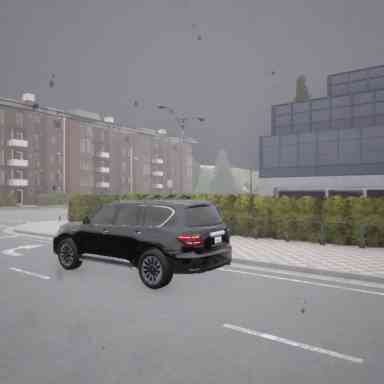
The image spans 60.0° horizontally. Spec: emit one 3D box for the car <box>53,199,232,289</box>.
[{"bbox_3d":[-1.572,1.222,9.400,5.566,2.045,2.150,0,0,35],"label":"car"}]
